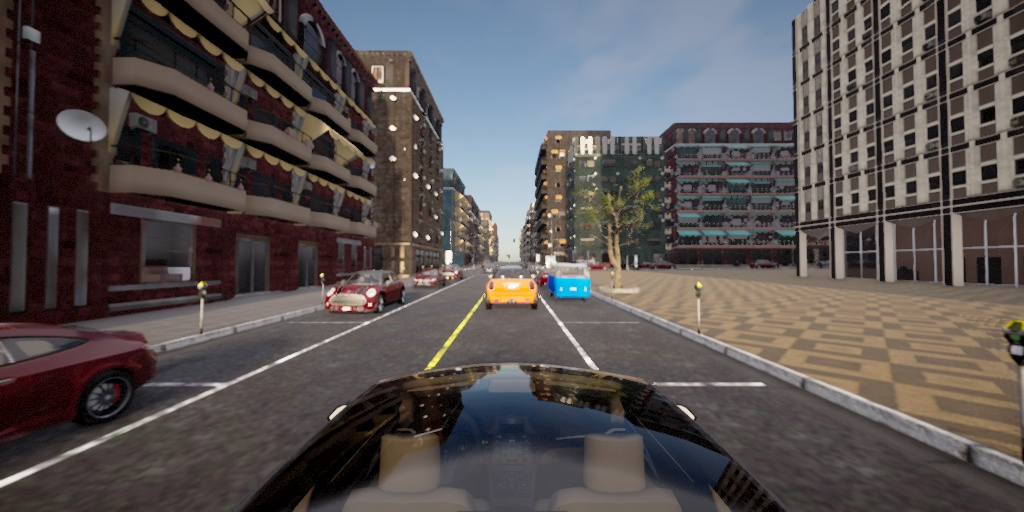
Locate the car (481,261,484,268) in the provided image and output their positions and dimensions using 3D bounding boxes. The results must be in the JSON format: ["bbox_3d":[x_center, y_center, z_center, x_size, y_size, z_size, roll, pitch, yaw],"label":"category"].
[{"bbox_3d":[-3.039,1.734,50.212,1.812,1.442,4.674,0,-1,0],"label":"car"}]

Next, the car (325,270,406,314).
[{"bbox_3d":[-5.703,1.308,14.333,1.967,1.591,4.097,0,0,0],"label":"car"}]

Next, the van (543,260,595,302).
[{"bbox_3d":[2.707,1.241,17.726,1.690,1.789,3.998,0,0,0],"label":"van"}]

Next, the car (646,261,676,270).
[{"bbox_3d":[24.722,1.465,58.752,4.097,1.591,1.967,0,0,0],"label":"car"}]

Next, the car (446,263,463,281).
[{"bbox_3d":[-5.843,1.497,34.375,1.967,1.591,4.097,0,0,0],"label":"car"}]

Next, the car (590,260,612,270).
[{"bbox_3d":[13.667,1.693,58.822,4.207,1.307,1.802,0,0,0],"label":"car"}]

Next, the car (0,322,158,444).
[{"bbox_3d":[-5.690,1.346,3.194,1.802,1.307,4.207,0,0,0],"label":"car"}]

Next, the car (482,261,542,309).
[{"bbox_3d":[-0.007,1.233,15.944,2.097,1.767,4.553,0,-1,0],"label":"car"}]

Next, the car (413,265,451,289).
[{"bbox_3d":[-5.786,1.555,25.471,1.802,1.307,4.207,0,0,0],"label":"car"}]
